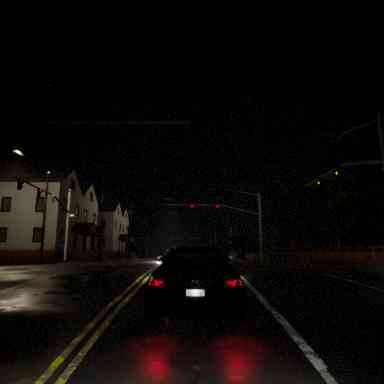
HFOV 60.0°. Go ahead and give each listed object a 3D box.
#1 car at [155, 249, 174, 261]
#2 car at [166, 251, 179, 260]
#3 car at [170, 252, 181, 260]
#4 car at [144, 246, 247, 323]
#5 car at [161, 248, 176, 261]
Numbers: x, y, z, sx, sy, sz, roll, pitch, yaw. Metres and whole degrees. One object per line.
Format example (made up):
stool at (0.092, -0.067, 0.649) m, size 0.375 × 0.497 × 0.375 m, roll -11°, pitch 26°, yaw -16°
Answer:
car at (-3.592, 8.371, 43.934) m, size 2.128 × 1.511 × 4.902 m, roll 0°, pitch -11°, yaw 0°
car at (-3.569, 11.755, 61.455) m, size 2.128 × 1.511 × 4.902 m, roll 0°, pitch -11°, yaw 0°
car at (-3.508, 13.699, 71.345) m, size 2.128 × 1.511 × 4.902 m, roll 0°, pitch -11°, yaw 0°
car at (0.072, 1.985, 7.897) m, size 1.994 × 1.385 × 4.181 m, roll 0°, pitch -7°, yaw 0°
car at (-3.593, 9.722, 51.666) m, size 2.097 × 1.767 × 4.553 m, roll 0°, pitch -11°, yaw 0°
